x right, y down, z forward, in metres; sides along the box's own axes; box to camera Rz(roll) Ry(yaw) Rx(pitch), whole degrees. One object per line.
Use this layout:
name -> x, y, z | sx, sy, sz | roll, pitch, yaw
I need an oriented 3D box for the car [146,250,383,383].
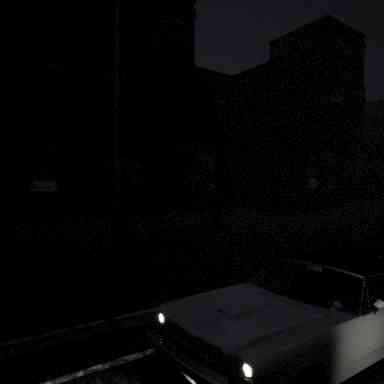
car -> 1.792, 1.600, 4.657 | 4.718, 1.301, 1.895 | 0, 0, -36
